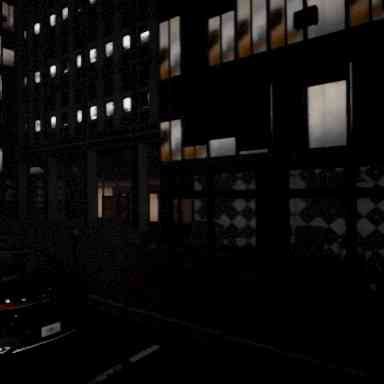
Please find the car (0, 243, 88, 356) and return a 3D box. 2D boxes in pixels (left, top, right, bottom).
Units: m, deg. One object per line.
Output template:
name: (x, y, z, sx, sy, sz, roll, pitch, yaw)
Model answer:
car: (-3.592, 1.536, 5.576, 4.403, 1.369, 2.008, 0, -1, 36)
